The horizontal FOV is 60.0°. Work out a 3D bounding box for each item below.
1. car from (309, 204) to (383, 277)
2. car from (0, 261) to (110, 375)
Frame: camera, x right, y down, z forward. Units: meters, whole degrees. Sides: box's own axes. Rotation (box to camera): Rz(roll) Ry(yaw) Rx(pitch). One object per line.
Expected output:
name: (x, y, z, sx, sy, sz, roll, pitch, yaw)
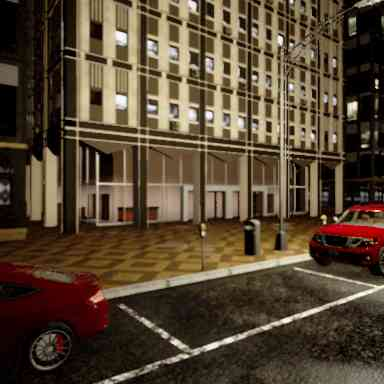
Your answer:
car: (5.875, 1.335, 10.528, 5.009, 1.841, 2.192, 0, 0, -36)
car: (-3.129, 1.583, 4.044, 4.206, 1.307, 1.802, 0, 0, -36)
